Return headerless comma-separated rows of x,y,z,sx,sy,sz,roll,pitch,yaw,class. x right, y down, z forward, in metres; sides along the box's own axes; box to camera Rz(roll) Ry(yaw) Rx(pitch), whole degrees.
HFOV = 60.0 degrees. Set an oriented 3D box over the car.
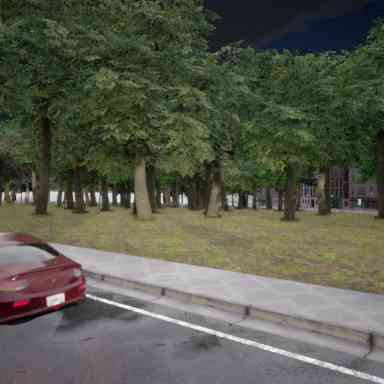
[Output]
-3.995,1.524,6.561,4.674,1.442,1.812,0,0,36,car
